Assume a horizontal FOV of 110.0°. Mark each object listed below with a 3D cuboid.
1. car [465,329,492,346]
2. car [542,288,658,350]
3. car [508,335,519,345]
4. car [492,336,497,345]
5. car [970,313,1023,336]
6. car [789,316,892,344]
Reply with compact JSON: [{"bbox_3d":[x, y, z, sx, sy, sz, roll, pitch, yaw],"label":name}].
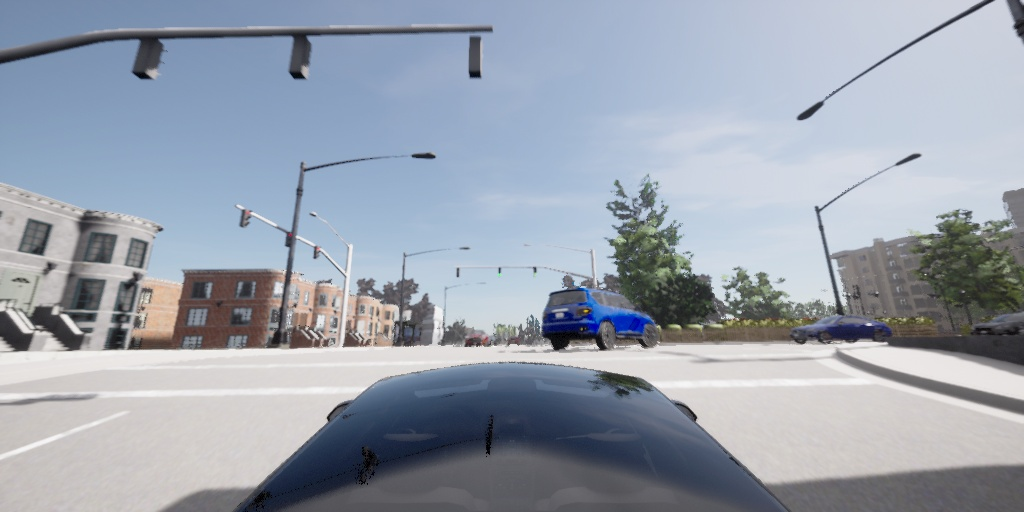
[{"bbox_3d":[-3.485,8.205,36.226,2.097,1.767,4.553,-1,-14,0],"label":"car"},{"bbox_3d":[3.441,2.480,13.650,2.150,2.045,5.566,-15,-20,42],"label":"car"},{"bbox_3d":[0.222,14.008,59.809,1.882,1.535,5.008,-1,-14,0],"label":"car"},{"bbox_3d":[-3.433,10.657,45.497,2.033,1.411,5.357,-1,-14,0],"label":"car"},{"bbox_3d":[27.821,3.800,19.354,4.892,1.490,1.837,-1,-14,0],"label":"car"},{"bbox_3d":[17.635,3.978,19.377,4.674,1.442,1.812,-1,-14,0],"label":"car"}]
